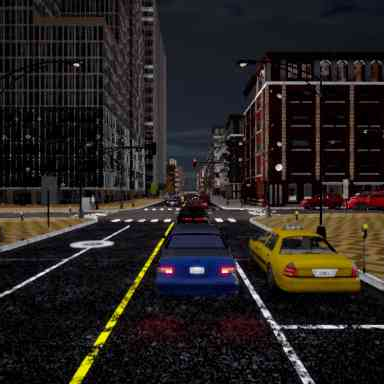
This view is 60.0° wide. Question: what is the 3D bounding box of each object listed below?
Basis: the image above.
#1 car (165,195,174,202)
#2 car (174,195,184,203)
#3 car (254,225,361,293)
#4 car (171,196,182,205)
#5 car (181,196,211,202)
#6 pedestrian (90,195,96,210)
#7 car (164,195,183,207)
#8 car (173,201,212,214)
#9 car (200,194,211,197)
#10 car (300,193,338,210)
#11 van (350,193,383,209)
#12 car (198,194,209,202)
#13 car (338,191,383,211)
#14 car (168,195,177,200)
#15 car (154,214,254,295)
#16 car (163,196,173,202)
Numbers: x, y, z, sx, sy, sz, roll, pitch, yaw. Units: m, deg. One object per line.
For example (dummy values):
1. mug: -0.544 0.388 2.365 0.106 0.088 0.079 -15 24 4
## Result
1. car: -5.328 1.550 80.157 1.887 1.381 4.507 0 0 0
2. car: -2.760 1.482 71.334 1.882 1.535 5.008 0 0 0
3. car: 2.563 1.525 8.732 1.752 1.417 4.829 0 0 0
4. car: -2.826 1.529 60.848 1.812 1.442 4.674 0 0 0
5. car: 0.543 1.549 43.061 1.994 1.385 4.181 0 -1 -19
6. pedestrian: -12.354 1.270 41.567 0.375 1.860 0.375 0 1 -1
7. car: -2.851 1.494 51.221 2.128 1.511 4.902 0 0 0
8. car: 0.081 1.505 18.622 1.837 1.490 4.892 0 0 0
9. car: 2.555 1.318 63.379 2.192 1.841 5.009 0 0 0
10. car: 15.308 1.094 38.925 5.009 1.841 2.192 -1 1 -1
11. van: 20.964 1.050 38.986 3.998 1.788 1.690 -1 1 -1
12. car: 2.553 1.320 74.565 2.192 1.841 5.009 0 0 0
13. car: 19.584 0.955 36.514 5.566 2.045 2.150 0 0 -1
14. car: -5.329 1.558 91.343 2.008 1.369 4.403 0 0 0
15. car: 0.096 1.547 8.881 2.033 1.411 5.357 0 0 0
16. car: -5.327 1.556 74.564 2.008 1.369 4.403 0 0 0
